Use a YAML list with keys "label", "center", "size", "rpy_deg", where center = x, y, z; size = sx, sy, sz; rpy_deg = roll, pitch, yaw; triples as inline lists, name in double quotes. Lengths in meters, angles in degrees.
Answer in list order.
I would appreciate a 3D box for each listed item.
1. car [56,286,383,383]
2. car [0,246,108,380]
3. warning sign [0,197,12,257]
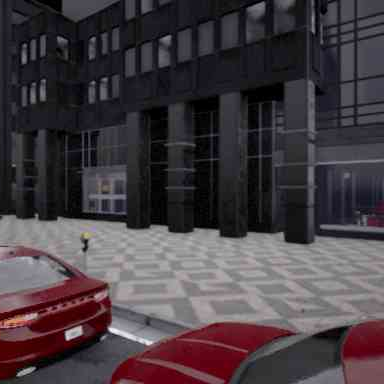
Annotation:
- label: "car"
  center: [1.367, 1.545, 1.988]
  size: [4.507, 1.381, 1.887]
  rpy_deg: [0, 0, 36]
- label: "car"
  center: [-3.221, 1.543, 5.261]
  size: [4.507, 1.381, 1.887]
  rpy_deg: [0, 0, 36]
- label: "warning sign"
  center: [-6.647, 1.112, 10.541]
  size: [1.060, 1.860, 1.300]
  rpy_deg: [0, 0, 36]
